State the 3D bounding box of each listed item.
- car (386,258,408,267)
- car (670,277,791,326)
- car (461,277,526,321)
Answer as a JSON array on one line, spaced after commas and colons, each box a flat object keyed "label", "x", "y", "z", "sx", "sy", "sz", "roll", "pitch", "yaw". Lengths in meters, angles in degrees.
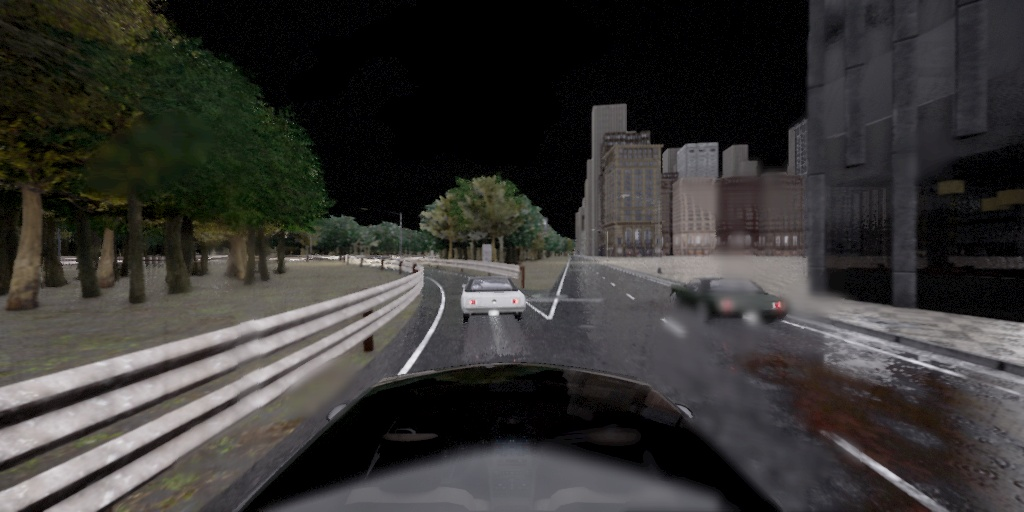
[{"label": "car", "x": -16.889, "y": 1.030, "z": 52.813, "sx": 2.033, "sy": 1.411, "sz": 5.357, "roll": 0, "pitch": 1, "yaw": -36}, {"label": "car", "x": 6.657, "y": 1.324, "z": 11.631, "sx": 1.895, "sy": 1.301, "sz": 4.718, "roll": 0, "pitch": 0, "yaw": 9}, {"label": "car", "x": -0.798, "y": 1.360, "z": 12.512, "sx": 1.895, "sy": 1.301, "sz": 4.718, "roll": 0, "pitch": 0, "yaw": -7}]
